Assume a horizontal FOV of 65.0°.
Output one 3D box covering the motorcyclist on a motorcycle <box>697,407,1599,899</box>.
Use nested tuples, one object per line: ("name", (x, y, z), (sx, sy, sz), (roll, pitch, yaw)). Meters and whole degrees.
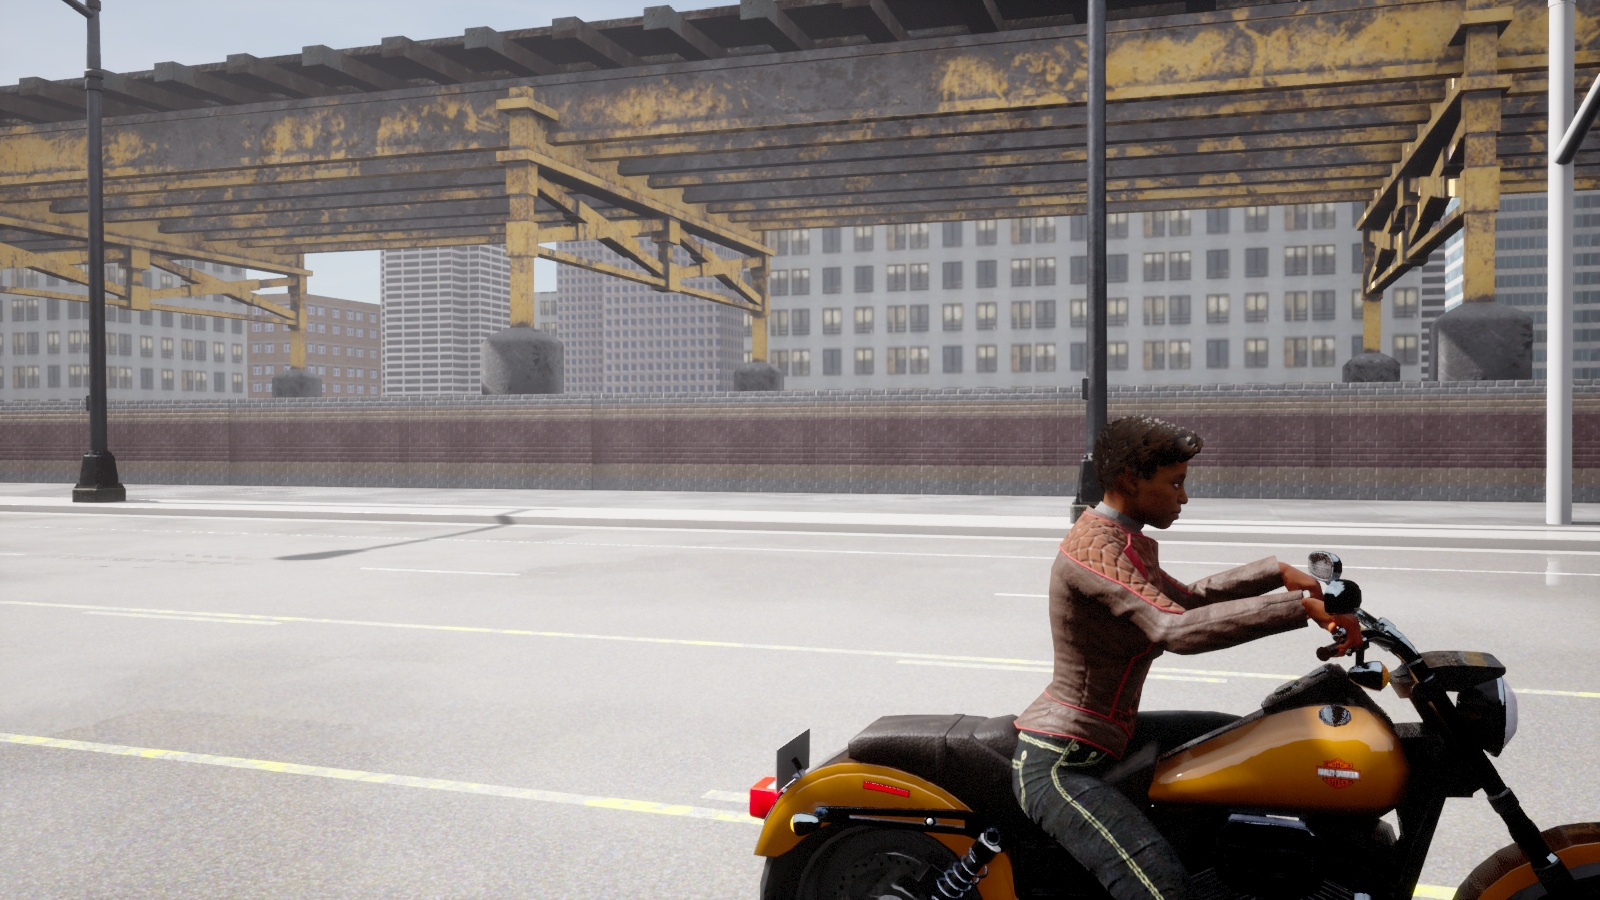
("motorcyclist on a motorcycle", (0.997, 0.734, 2.890), (2.350, 1.649, 0.766), (1, 1, 20))
